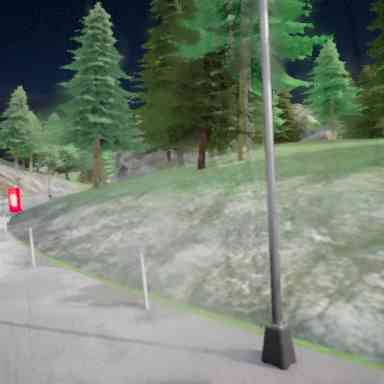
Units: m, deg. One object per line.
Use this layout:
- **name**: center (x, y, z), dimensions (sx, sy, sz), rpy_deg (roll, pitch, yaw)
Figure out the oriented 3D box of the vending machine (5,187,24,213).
- **vending machine**: center (-15.090, 0.651, 28.336), dimensions (1.100, 2.100, 0.880), rpy_deg (-5, -1, -18)
